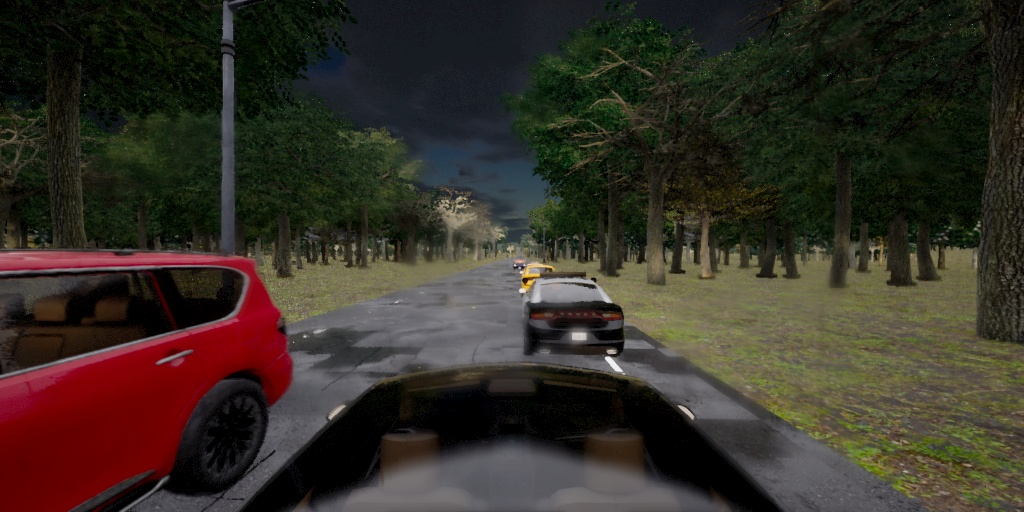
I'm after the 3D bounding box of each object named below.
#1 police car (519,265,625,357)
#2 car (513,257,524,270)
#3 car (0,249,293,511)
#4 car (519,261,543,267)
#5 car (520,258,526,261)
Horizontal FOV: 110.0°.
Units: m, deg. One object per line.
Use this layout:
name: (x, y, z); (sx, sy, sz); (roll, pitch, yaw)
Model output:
police car: (1.209, 1.170, 8.719); (1.930, 1.638, 5.238); (0, 0, 1)
car: (1.093, 1.228, 48.582); (1.895, 1.301, 4.718); (0, 0, 2)
car: (-3.502, 0.972, 1.613); (2.150, 2.045, 5.566); (0, 0, 1)
car: (1.433, 1.208, 18.609); (1.882, 1.535, 5.008); (0, 0, 1)
car: (1.572, 1.172, 24.797); (1.801, 1.575, 5.366); (0, 0, 1)
